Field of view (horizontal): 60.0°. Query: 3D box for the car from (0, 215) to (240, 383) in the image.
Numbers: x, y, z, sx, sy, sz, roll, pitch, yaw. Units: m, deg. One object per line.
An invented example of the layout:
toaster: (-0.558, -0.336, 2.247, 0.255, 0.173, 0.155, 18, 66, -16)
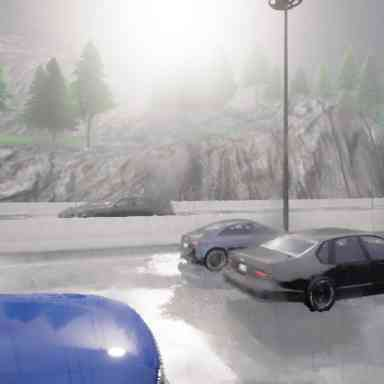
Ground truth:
car: (-2.778, 1.220, 1.652, 5.566, 2.045, 2.150, 0, 0, -18)

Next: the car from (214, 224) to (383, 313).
car: (3.358, 1.545, 7.441, 5.357, 1.411, 2.033, 0, 0, -20)

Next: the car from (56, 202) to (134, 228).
car: (-6.583, 1.486, 22.743, 4.902, 1.511, 2.128, 0, 0, -19)

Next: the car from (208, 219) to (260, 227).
car: (1.690, 1.560, 10.607, 4.181, 1.385, 1.994, 0, 0, -19)
